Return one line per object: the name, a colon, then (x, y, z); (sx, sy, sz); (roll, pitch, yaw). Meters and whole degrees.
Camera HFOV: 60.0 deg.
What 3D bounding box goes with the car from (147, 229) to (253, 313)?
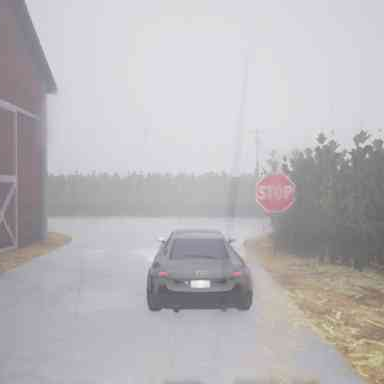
car: (0.116, 1.533, 7.708); (1.994, 1.385, 4.181); (0, 0, -1)
